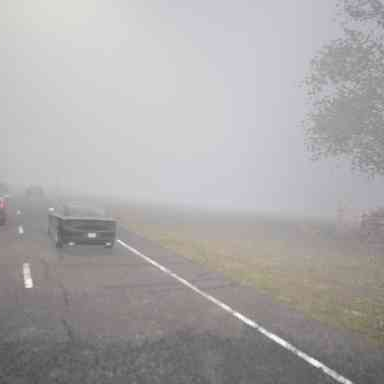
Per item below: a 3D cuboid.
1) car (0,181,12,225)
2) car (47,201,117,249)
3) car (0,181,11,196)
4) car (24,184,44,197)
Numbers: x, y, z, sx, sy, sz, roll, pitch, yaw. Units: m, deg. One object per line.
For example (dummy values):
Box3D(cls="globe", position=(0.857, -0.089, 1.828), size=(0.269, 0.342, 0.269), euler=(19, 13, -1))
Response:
Box3D(cls="car", position=(-9.932, 0.435, 15.802), size=(2.097, 1.767, 4.553), euler=(6, 0, -28))
Box3D(cls="car", position=(-4.287, 1.094, 12.633), size=(1.882, 1.535, 5.008), euler=(6, 0, -28))
Box3D(cls="car", position=(-21.849, -0.503, 37.973), size=(1.837, 1.490, 4.892), euler=(6, 0, -28))
Box3D(cls="car", position=(-18.816, -0.224, 39.701), size=(2.128, 1.511, 4.902), euler=(6, 0, -28))
